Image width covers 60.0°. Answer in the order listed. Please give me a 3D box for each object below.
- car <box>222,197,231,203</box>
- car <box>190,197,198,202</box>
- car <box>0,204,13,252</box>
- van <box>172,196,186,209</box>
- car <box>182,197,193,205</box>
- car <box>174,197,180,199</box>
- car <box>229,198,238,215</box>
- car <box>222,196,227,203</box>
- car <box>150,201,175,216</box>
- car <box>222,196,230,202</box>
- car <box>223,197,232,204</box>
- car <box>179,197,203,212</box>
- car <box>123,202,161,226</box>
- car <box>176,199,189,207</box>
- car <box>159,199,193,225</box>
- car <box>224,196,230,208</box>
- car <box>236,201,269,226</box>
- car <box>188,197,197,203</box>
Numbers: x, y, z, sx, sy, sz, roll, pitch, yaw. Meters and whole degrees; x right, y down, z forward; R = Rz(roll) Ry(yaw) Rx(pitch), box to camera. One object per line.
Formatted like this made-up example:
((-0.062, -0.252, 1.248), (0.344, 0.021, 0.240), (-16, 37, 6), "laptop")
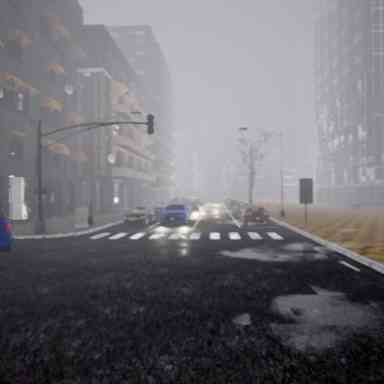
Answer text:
((8.233, 1.881, 79.336), (2.008, 1.369, 4.403), (-1, 0, 4), "car")
((0.622, 2.029, 90.943), (2.008, 1.369, 4.403), (-1, 0, 4), "car")
((-8.848, 1.290, 11.257), (5.566, 2.045, 2.150), (1, -1, 15), "car")
((-2.004, 1.620, 52.306), (1.690, 1.788, 3.998), (-1, 0, 4), "van")
((-0.878, 1.800, 68.865), (1.967, 1.590, 4.097), (-1, 0, 4), "car")
((-2.378, 1.693, 46.785), (1.967, 1.590, 4.097), (-1, 0, 4), "car")
((5.244, 1.640, 35.347), (1.752, 1.417, 4.829), (-1, 0, 4), "car")
((7.119, 1.771, 62.946), (1.752, 1.417, 4.829), (-1, 0, 4), "car")
((-3.127, 1.753, 35.745), (2.008, 1.369, 4.403), (-1, 0, 4), "car")
((8.607, 1.800, 84.856), (1.967, 1.590, 4.097), (-1, 0, 4), "car")
((7.858, 1.845, 73.817), (1.887, 1.381, 4.507), (-1, 0, 4), "car")
((-0.041, 1.699, 42.794), (2.128, 1.511, 4.902), (-1, 0, 4), "car")
((-3.877, 1.704, 24.705), (2.008, 1.369, 4.403), (-1, 0, 4), "car")
((-1.627, 1.887, 57.824), (1.802, 1.307, 4.206), (-1, 0, 4), "car")
((-1.211, 1.610, 25.776), (1.882, 1.535, 5.008), (-1, 0, 4), "car")
((6.359, 1.774, 51.736), (1.802, 1.307, 4.206), (-1, 0, 4), "car")
((4.484, 1.611, 24.137), (1.887, 1.381, 4.507), (-1, 0, 4), "car")
((0.247, 1.998, 85.423), (2.008, 1.369, 4.403), (-1, 0, 4), "car")
